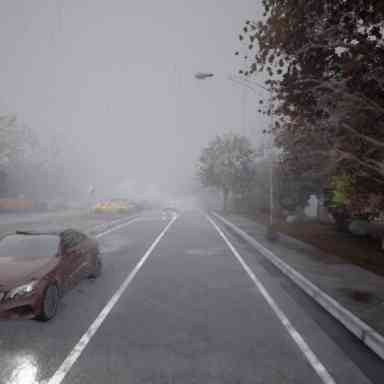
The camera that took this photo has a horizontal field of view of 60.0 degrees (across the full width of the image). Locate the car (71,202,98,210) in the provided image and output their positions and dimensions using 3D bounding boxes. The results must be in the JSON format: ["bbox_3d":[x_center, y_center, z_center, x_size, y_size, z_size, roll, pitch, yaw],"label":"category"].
[{"bbox_3d":[-23.217,3.031,72.010,5.366,1.575,1.946,0,-2,0],"label":"car"}]

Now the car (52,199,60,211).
[{"bbox_3d":[-23.227,2.192,49.865,5.366,1.575,1.946,0,-2,0],"label":"car"}]

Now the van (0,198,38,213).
[{"bbox_3d":[-23.533,1.778,44.216,4.442,1.987,1.878,0,-2,0],"label":"van"}]

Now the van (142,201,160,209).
[{"bbox_3d":[-10.199,3.281,82.920,4.442,1.987,1.878,0,-3,0],"label":"van"}]

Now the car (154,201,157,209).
[{"bbox_3d":[-10.293,2.951,69.057,4.792,1.488,2.163,0,-2,0],"label":"car"}]

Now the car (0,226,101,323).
[{"bbox_3d":[-3.350,1.531,7.347,1.812,1.442,4.674,0,0,0],"label":"car"}]

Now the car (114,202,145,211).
[{"bbox_3d":[-10.359,2.425,55.188,4.792,1.488,2.163,0,-2,0],"label":"car"}]

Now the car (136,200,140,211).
[{"bbox_3d":[-10.340,2.089,46.870,5.008,1.535,2.097,0,-2,0],"label":"car"}]

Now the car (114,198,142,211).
[{"bbox_3d":[-10.364,2.062,49.649,4.553,1.767,2.185,0,-2,0],"label":"car"}]

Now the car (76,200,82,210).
[{"bbox_3d":[-23.402,2.609,60.811,5.008,1.535,2.097,0,-2,0],"label":"car"}]

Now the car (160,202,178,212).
[{"bbox_3d":[-3.324,2.264,50.295,1.812,1.442,4.674,0,-2,0],"label":"car"}]

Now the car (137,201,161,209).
[{"bbox_3d":[-10.345,3.106,80.149,5.566,2.045,2.435,0,-3,0],"label":"car"}]

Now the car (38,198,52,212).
[{"bbox_3d":[-23.442,1.845,47.107,5.566,2.045,2.435,0,-2,0],"label":"car"}]

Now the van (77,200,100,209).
[{"bbox_3d":[-23.283,2.913,74.785,4.442,1.987,1.878,0,-2,0],"label":"van"}]

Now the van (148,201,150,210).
[{"bbox_3d":[-10.444,2.380,60.745,4.442,1.987,1.878,0,-2,0],"label":"van"}]

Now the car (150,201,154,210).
[{"bbox_3d":[-10.331,2.711,63.511,5.008,1.535,2.097,0,-2,0],"label":"car"}]

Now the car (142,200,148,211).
[{"bbox_3d":[-10.303,2.039,52.424,5.566,2.045,2.435,0,-2,0],"label":"car"}]

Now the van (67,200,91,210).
[{"bbox_3d":[-23.520,2.703,69.249,4.442,1.987,1.878,0,-2,0],"label":"van"}]

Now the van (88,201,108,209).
[{"bbox_3d":[-23.512,3.290,83.071,4.442,1.987,1.878,0,-3,0],"label":"van"}]

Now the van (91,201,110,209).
[{"bbox_3d":[-23.511,3.432,85.712,4.442,1.987,1.878,0,-3,0],"label":"van"}]

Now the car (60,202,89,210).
[{"bbox_3d":[-23.398,2.825,66.473,4.892,1.521,2.231,0,-2,0],"label":"car"}]

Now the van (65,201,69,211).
[{"bbox_3d":[-23.526,2.178,55.408,4.442,1.987,1.878,0,-2,0],"label":"van"}]

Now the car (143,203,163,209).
[{"bbox_3d":[-10.307,3.806,88.452,5.008,1.535,2.097,0,-3,0],"label":"car"}]

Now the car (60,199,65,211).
[{"bbox_3d":[-23.405,2.299,52.631,4.892,1.521,2.231,0,-2,0],"label":"car"}]

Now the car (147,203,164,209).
[{"bbox_3d":[-10.279,3.981,94.003,4.553,1.767,2.185,0,-3,0],"label":"car"}]

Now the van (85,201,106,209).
[{"bbox_3d":[-23.280,3.133,80.172,4.442,1.987,1.878,0,-3,0],"label":"van"}]

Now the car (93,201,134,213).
[{"bbox_3d":[-10.341,2.001,44.099,4.892,1.521,2.231,0,-2,0],"label":"car"}]

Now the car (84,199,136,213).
[{"bbox_3d":[-10.151,1.915,41.331,5.366,1.575,1.946,0,-2,0],"label":"car"}]

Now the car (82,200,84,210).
[{"bbox_3d":[-23.400,2.718,63.704,5.008,1.535,2.097,0,-2,0],"label":"car"}]

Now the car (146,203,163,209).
[{"bbox_3d":[-10.280,3.831,91.231,4.553,1.767,2.185,0,-3,0],"label":"car"}]

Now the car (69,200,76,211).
[{"bbox_3d":[-23.377,2.383,58.172,4.553,1.767,2.185,0,-2,0],"label":"car"}]
